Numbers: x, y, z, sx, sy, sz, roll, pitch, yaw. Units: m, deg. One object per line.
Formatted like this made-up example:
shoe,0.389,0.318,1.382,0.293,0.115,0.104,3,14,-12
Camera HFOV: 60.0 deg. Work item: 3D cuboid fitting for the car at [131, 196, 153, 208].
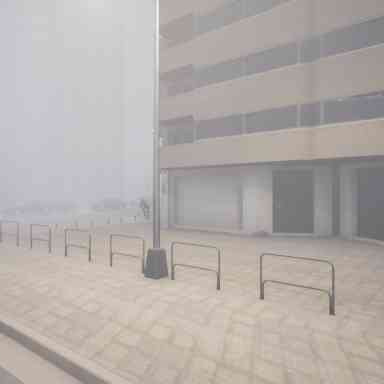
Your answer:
car,-7.497,1.406,50.898,2.097,1.767,4.553,0,0,38

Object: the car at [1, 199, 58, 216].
car,-16.598,1.560,33.621,1.837,1.490,4.892,0,0,38

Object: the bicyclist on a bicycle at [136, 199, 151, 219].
bicyclist on a bicycle,-3.846,1.357,26.430,1.656,1.620,0.582,0,0,38

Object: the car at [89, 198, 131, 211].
car,-10.455,1.560,41.493,1.837,1.490,4.892,0,0,38

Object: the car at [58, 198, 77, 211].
car,-16.244,1.533,39.772,1.882,1.535,5.008,0,0,38
